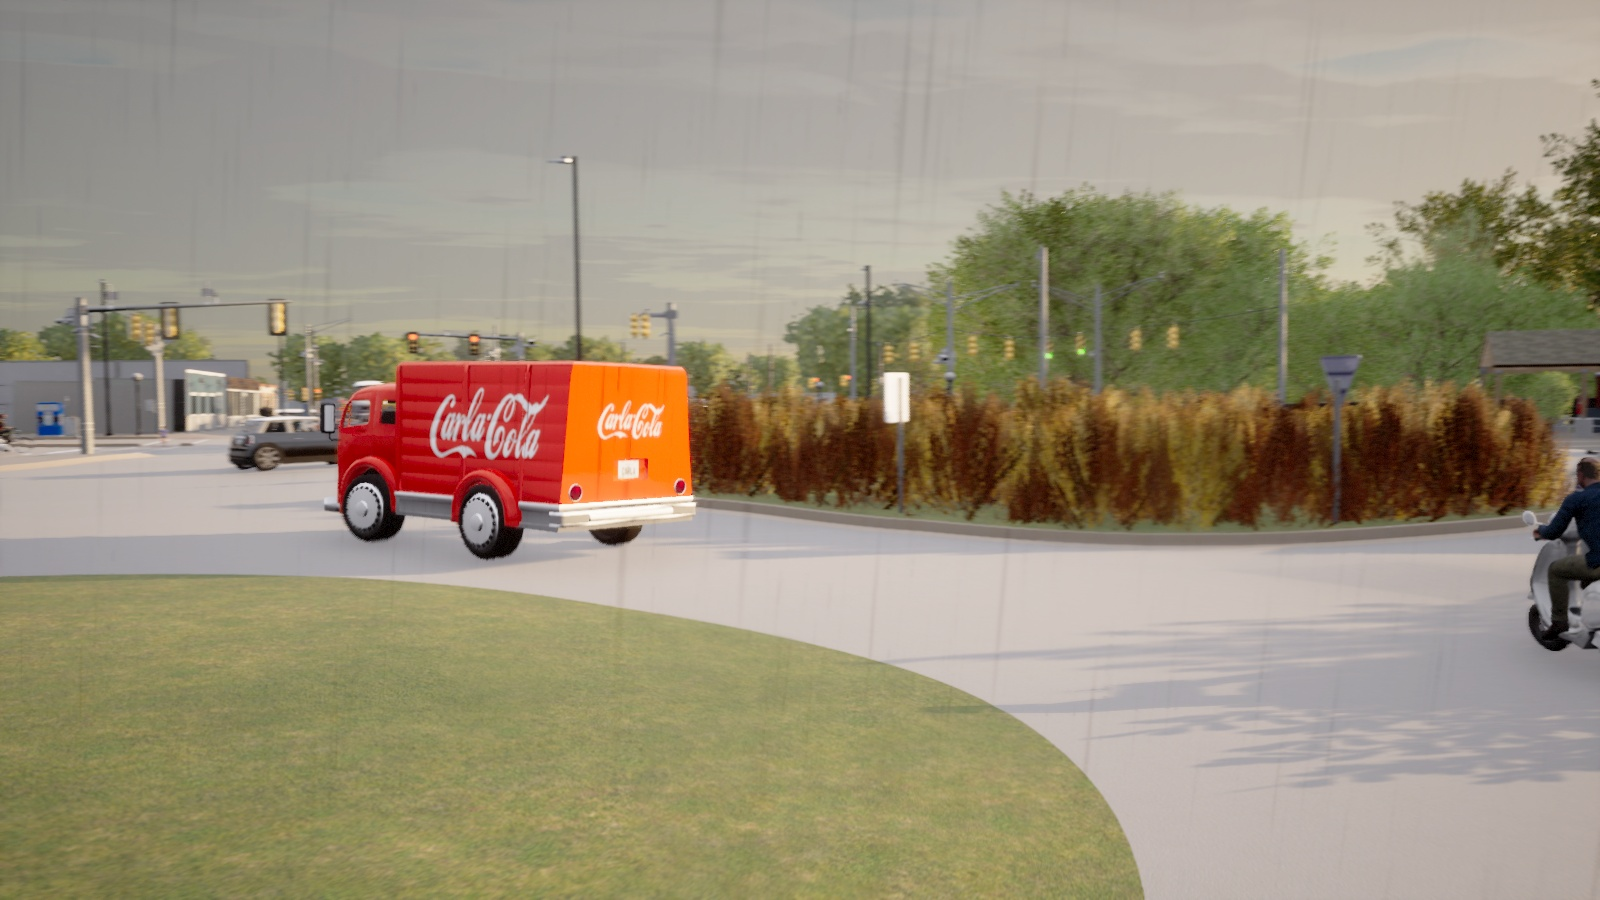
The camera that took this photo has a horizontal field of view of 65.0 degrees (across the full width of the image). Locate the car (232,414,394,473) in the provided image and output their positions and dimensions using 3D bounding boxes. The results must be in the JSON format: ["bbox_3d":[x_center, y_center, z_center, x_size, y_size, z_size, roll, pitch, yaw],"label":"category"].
[{"bbox_3d":[-13.872,-0.224,35.885,3.806,1.475,1.970,-4,4,-42],"label":"car"}]

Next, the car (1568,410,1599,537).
[{"bbox_3d":[12.729,0.238,18.075,2.033,1.649,4.856,1,3,41],"label":"car"}]

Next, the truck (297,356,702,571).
[{"bbox_3d":[-4.164,0.058,17.051,5.204,2.467,2.627,2,2,37],"label":"truck"}]

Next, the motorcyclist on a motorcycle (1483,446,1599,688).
[{"bbox_3d":[5.980,0.805,9.354,0.866,1.590,1.817,-3,1,6],"label":"motorcyclist on a motorcycle"}]

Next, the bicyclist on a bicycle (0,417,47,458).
[{"bbox_3d":[-34.321,-0.571,55.300,1.843,1.776,0.659,-1,2,-22],"label":"bicyclist on a bicycle"}]
